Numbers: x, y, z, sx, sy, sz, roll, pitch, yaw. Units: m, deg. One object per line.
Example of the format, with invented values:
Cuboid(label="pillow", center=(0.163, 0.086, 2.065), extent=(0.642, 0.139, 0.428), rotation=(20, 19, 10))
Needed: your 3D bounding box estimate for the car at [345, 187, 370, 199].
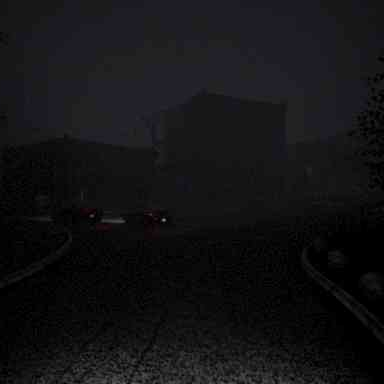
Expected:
Cuboid(label="car", center=(22.699, 0.058, 47.974), extent=(5.366, 1.575, 1.946), rotation=(-3, 2, -30))

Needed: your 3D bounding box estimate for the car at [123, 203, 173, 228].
Cuboid(label="car", center=(-2.895, 1.447, 21.728), extent=(1.812, 1.442, 4.674), rotation=(1, 0, -32))

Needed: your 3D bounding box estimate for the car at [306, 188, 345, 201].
Cuboid(label="car", center=(17.899, 0.318, 45.255), extent=(5.366, 1.575, 1.946), rotation=(-3, 2, -29))

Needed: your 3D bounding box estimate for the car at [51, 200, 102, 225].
Cuboid(label="car", center=(-7.951, 1.315, 22.745), extent=(1.882, 1.535, 5.008), rotation=(2, 0, -42))

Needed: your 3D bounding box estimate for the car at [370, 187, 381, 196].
Cuboid(label="car", center=(27.496, -0.200, 50.703), extent=(5.366, 1.575, 1.946), rotation=(-3, 2, -30))

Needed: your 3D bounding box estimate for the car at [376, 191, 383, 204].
Cuboid(label="car", center=(20.873, 0.764, 33.278), extent=(4.718, 1.301, 1.895), rotation=(-3, 2, -31))
